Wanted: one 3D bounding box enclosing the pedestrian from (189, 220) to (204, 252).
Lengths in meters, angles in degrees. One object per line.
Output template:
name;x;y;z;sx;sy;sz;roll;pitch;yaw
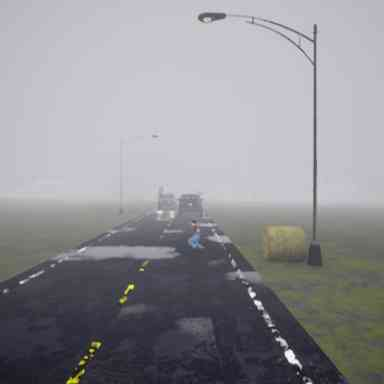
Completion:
pedestrian;0.163;1.552;12.279;0.375;1.300;0.375;-1;1;2

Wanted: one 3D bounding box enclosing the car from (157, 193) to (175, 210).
car;-3.159;1.170;41.846;2.150;2.045;5.566;0;0;0

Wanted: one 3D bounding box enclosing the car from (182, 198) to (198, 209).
car;-0.260;1.512;44.951;1.994;1.385;4.181;0;0;0

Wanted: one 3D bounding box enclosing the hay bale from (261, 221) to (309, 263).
hay bale;3.048;1.635;11.089;1.220;1.180;1.240;1;1;0

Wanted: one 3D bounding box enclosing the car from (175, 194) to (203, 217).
car;-0.146;1.177;30.507;2.150;2.045;5.566;0;0;0
